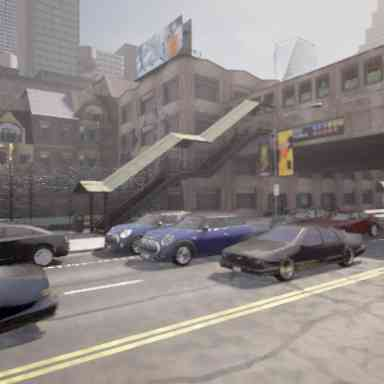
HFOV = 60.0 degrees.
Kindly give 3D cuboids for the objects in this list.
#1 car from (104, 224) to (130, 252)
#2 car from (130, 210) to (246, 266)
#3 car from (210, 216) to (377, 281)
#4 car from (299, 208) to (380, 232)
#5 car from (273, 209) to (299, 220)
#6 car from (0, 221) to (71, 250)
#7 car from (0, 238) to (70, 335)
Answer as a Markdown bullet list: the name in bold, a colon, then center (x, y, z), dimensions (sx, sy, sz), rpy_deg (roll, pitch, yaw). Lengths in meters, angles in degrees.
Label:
- **car**: center (-1.578, 1.680, 15.019), dimensions (4.553, 1.767, 2.185), rpy_deg (0, -1, -36)
- **car**: center (0.283, 1.607, 12.677), dimensions (4.553, 1.767, 2.097), rpy_deg (0, -1, -35)
- **car**: center (3.406, 1.720, 10.591), dimensions (5.357, 1.411, 2.033), rpy_deg (0, -1, -35)
- **car**: center (8.472, 1.739, 18.503), dimensions (5.008, 1.535, 1.882), rpy_deg (0, -1, -35)
- **car**: center (7.215, 1.813, 21.247), dimensions (4.892, 1.521, 2.231), rpy_deg (0, -1, -26)
- **car**: center (-6.726, 1.798, 11.171), dimensions (5.008, 1.535, 2.097), rpy_deg (0, -1, -36)
- **car**: center (-4.819, 1.713, 4.744), dimensions (5.357, 1.411, 2.033), rpy_deg (0, -1, -35)
